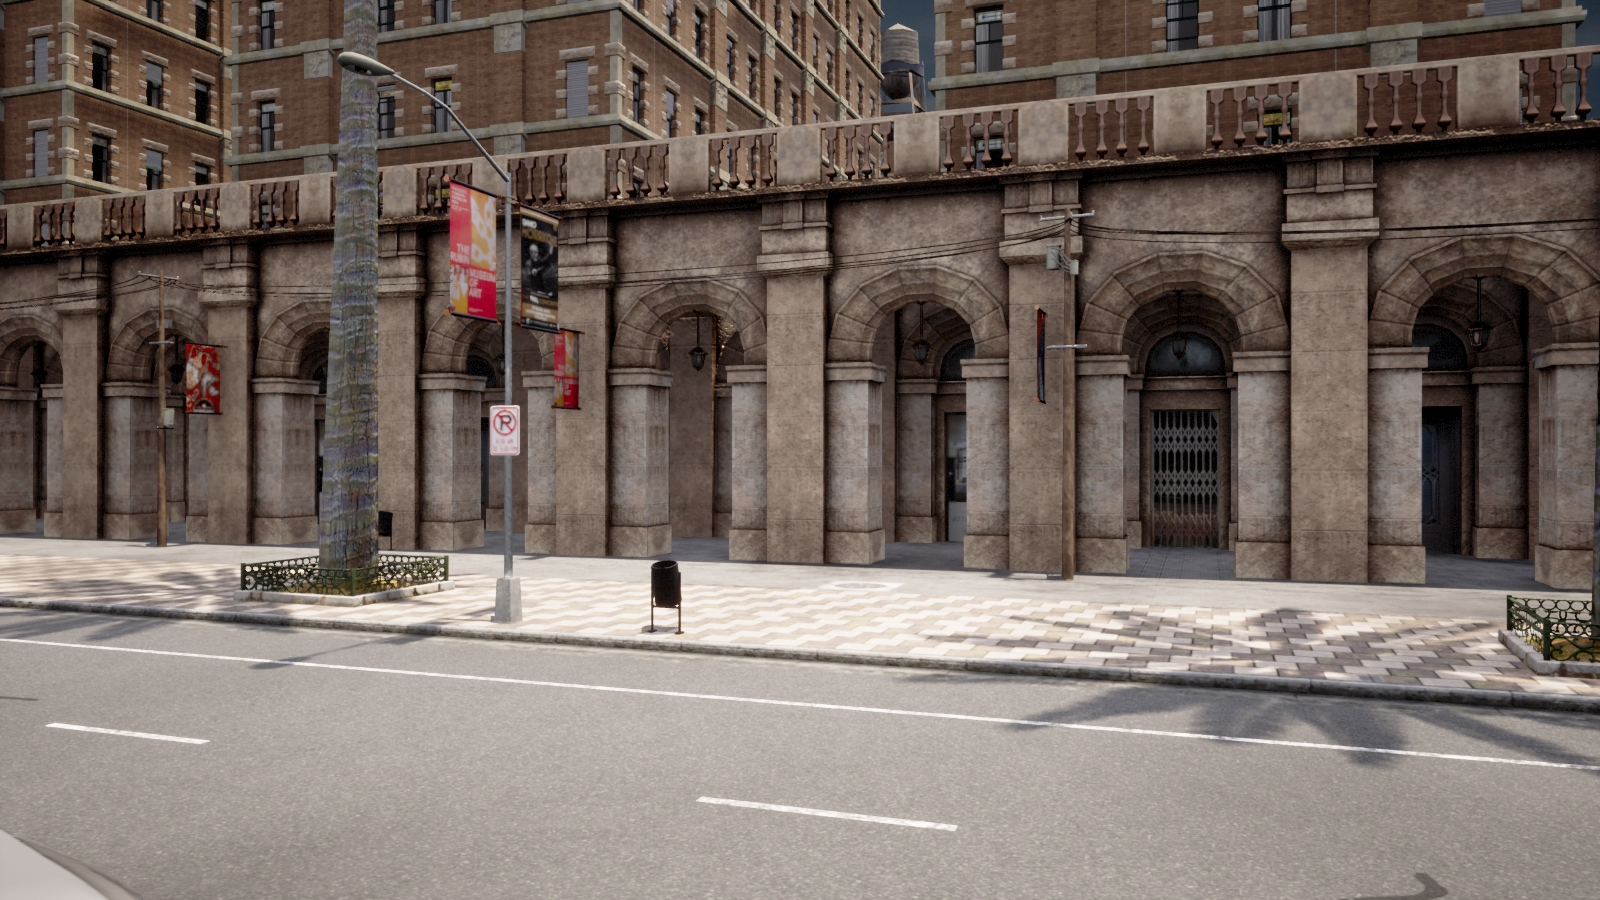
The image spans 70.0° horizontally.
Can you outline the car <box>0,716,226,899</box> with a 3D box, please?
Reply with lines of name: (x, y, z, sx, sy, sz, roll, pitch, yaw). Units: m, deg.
car: (-4.905, 2.068, 5.086, 4.193, 1.474, 1.816, 0, 0, 20)
